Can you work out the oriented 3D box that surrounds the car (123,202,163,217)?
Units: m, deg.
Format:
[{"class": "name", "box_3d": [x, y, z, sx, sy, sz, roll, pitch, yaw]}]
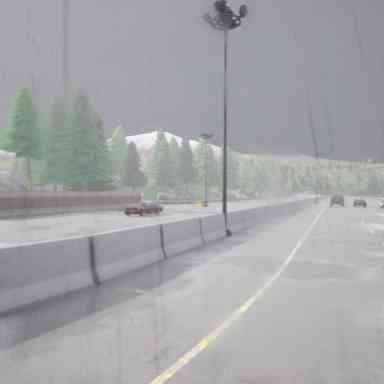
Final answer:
[{"class": "car", "box_3d": [-4.707, 1.653, 32.633, 1.895, 1.301, 4.718, 0, 0, 23]}]

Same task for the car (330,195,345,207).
[{"class": "car", "box_3d": [25.092, 1.496, 57.472, 2.150, 2.045, 5.566, 0, 0, 23]}]

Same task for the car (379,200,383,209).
[{"class": "car", "box_3d": [30.017, 1.888, 51.203, 1.895, 1.301, 4.718, 0, 0, 23]}]

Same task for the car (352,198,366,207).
[{"class": "car", "box_3d": [28.585, 1.784, 56.741, 2.128, 1.511, 4.902, 0, 0, 23]}]
